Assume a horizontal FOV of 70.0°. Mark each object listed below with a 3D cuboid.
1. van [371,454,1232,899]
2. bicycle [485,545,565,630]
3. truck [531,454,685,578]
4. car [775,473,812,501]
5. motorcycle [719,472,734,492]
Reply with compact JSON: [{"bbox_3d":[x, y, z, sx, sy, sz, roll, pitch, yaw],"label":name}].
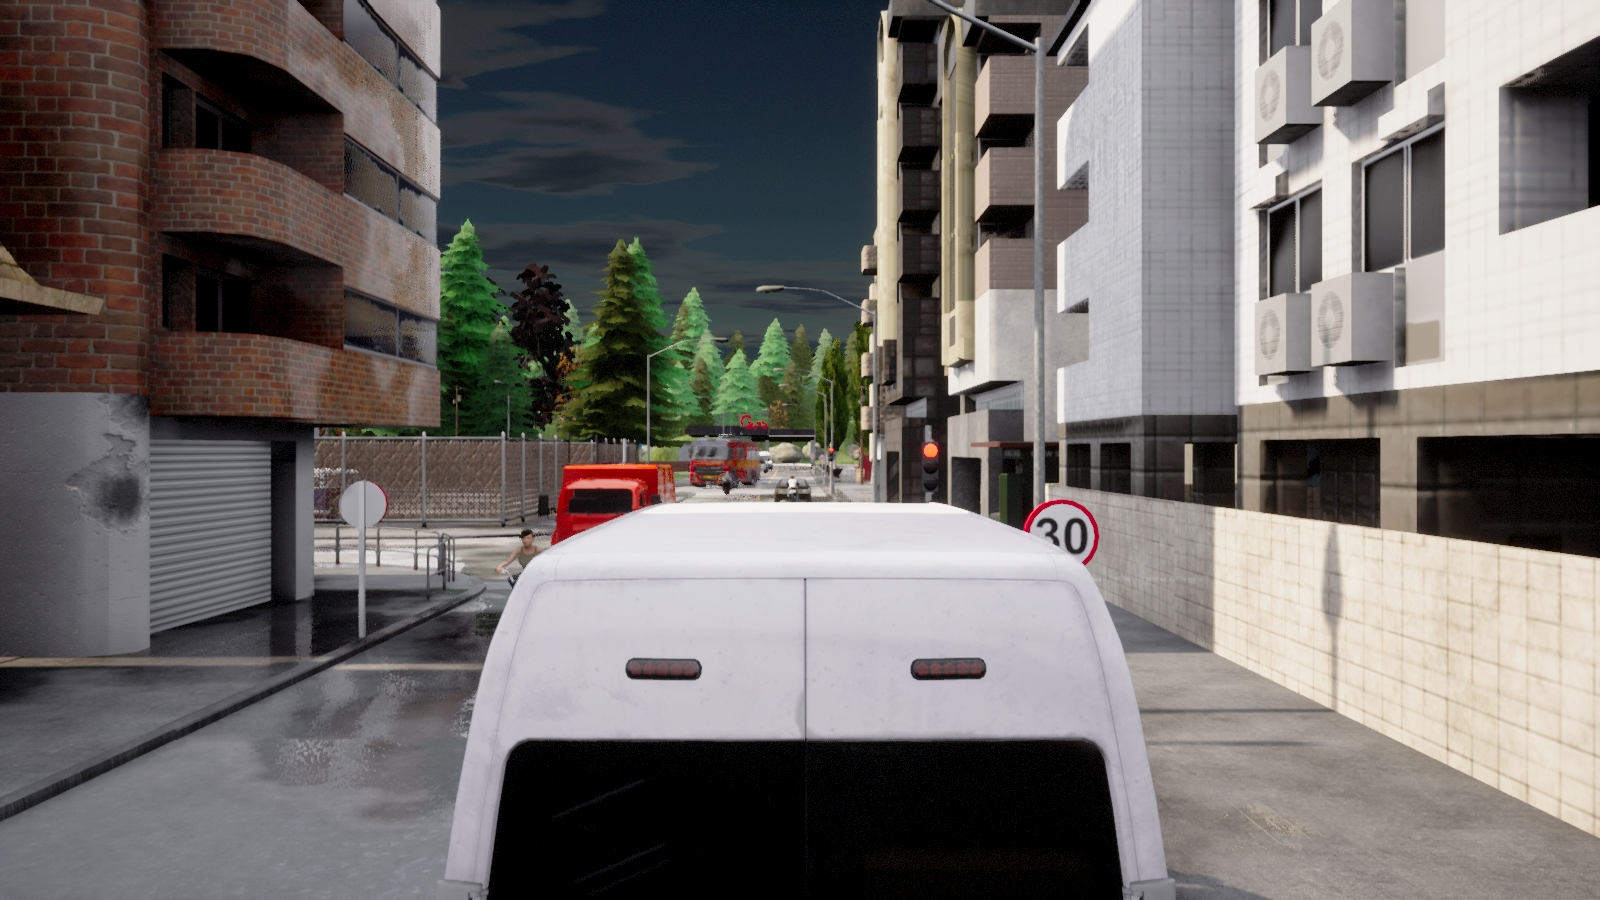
[{"bbox_3d":[-0.009,1.312,5.597,1.988,2.561,5.915,0,0,0],"label":"van"},{"bbox_3d":[-4.089,2.029,17.100,0.859,1.080,1.487,0,0,-1],"label":"bicycle"},{"bbox_3d":[-4.127,1.338,25.599,2.627,2.467,5.204,0,0,0],"label":"truck"},{"bbox_3d":[-0.339,1.912,60.159,1.895,1.301,4.718,0,0,0],"label":"car"},{"bbox_3d":[-4.458,1.966,69.669,0.803,1.145,2.033,0,0,0],"label":"motorcycle"}]
